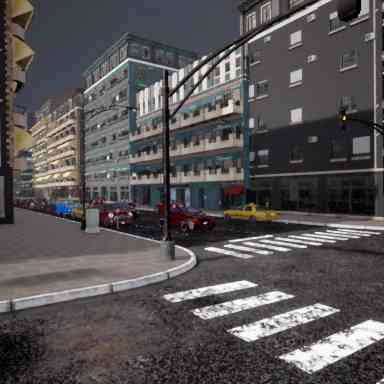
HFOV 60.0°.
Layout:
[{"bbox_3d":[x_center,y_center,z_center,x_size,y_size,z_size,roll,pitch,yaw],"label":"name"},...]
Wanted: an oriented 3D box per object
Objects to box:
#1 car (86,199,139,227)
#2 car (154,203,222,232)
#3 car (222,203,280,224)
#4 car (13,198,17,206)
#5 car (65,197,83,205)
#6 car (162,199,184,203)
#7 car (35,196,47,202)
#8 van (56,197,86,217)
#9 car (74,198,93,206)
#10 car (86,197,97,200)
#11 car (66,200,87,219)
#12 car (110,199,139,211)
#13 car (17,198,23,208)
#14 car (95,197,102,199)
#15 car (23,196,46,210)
[{"bbox_3d":[-5.791,1.553,23.968,1.967,1.590,4.097,-1,1,-36],"label":"car"},{"bbox_3d":[-0.391,1.623,20.865,1.994,1.385,4.181,-1,1,-36],"label":"car"},{"bbox_3d":[4.148,1.498,24.471,1.752,1.417,4.829,-1,1,-36],"label":"car"},{"bbox_3d":[-31.513,1.782,60.003,1.887,1.381,4.507,-1,1,-36],"label":"car"},{"bbox_3d":[-21.477,1.645,60.366,2.008,1.369,4.403,-1,1,-36],"label":"car"},{"bbox_3d":[-2.186,1.441,33.340,1.967,1.590,4.097,-1,1,-36],"label":"car"},{"bbox_3d":[-37.555,1.728,82.888,1.887,1.381,4.507,-1,1,-36],"label":"car"},{"bbox_3d":[-12.223,1.483,32.975,1.690,1.788,3.998,-1,1,-36],"label":"van"},{"bbox_3d":[-18.262,1.643,55.862,1.947,1.339,4.313,-1,1,-36],"label":"car"},{"bbox_3d":[-13.147,1.621,38.761,1.837,1.490,4.892,-1,1,-35],"label":"car"},{"bbox_3d":[-8.906,1.652,28.334,1.752,1.417,4.829,-1,1,-36],"label":"car"},{"bbox_3d":[-8.615,1.581,42.349,2.008,1.369,4.403,-1,1,-36],"label":"car"},{"bbox_3d":[-25.082,1.769,50.994,1.947,1.339,4.313,-1,1,-36],"label":"car"},{"bbox_3d":[-15.048,1.502,51.357,1.967,1.590,4.097,-1,1,-36],"label":"car"},{"bbox_3d":[-21.868,1.628,46.489,1.967,1.590,4.097,-1,1,-36],"label":"car"}]
